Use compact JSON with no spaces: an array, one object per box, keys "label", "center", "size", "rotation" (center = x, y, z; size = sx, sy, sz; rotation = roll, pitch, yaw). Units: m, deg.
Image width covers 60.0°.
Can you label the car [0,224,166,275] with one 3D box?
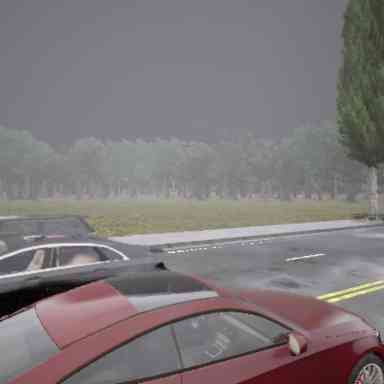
[{"label":"car","center":[-2.713,1.492,5.547],"size":[4.902,1.511,2.128],"rotation":[0,0,-32]}]

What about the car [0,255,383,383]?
[{"label":"car","center":[-0.103,1.526,3.109],"size":[4.674,1.442,1.812],"rotation":[0,0,-32]}]

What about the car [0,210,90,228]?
[{"label":"car","center":[-4.473,1.352,8.279],"size":[4.553,1.767,2.097],"rotation":[0,0,-32]}]
